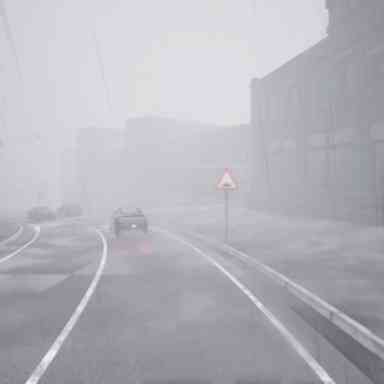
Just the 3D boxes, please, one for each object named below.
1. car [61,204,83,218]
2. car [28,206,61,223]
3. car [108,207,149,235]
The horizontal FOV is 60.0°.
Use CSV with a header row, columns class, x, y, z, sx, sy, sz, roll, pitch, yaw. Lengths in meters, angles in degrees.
class,x,y,z,sx,sy,sz,roll,pitch,yaw
car,-13.996,2.107,37.802,2.128,1.511,4.902,-3,0,-38
car,-14.897,2.161,32.988,1.882,1.535,5.008,-3,0,-36
car,-3.916,1.659,20.162,2.128,1.511,4.902,-2,0,-19
